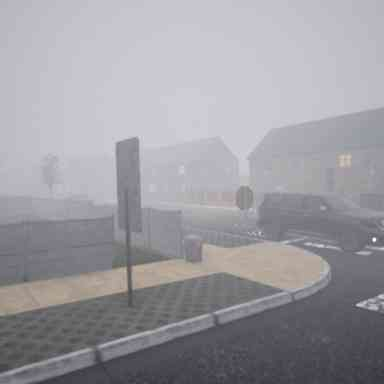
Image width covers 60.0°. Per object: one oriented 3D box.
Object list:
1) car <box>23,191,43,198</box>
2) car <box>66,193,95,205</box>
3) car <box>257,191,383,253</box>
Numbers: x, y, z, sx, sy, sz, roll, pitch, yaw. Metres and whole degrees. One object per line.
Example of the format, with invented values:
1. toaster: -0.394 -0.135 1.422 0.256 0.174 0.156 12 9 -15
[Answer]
1. car: -24.745 0.603 51.564 2.128 1.511 4.902 -3 2 -42
2. car: -12.335 0.889 36.660 1.882 1.535 5.008 -3 3 -38
3. car: 5.129 1.024 13.312 2.150 2.045 5.566 -3 3 -36
